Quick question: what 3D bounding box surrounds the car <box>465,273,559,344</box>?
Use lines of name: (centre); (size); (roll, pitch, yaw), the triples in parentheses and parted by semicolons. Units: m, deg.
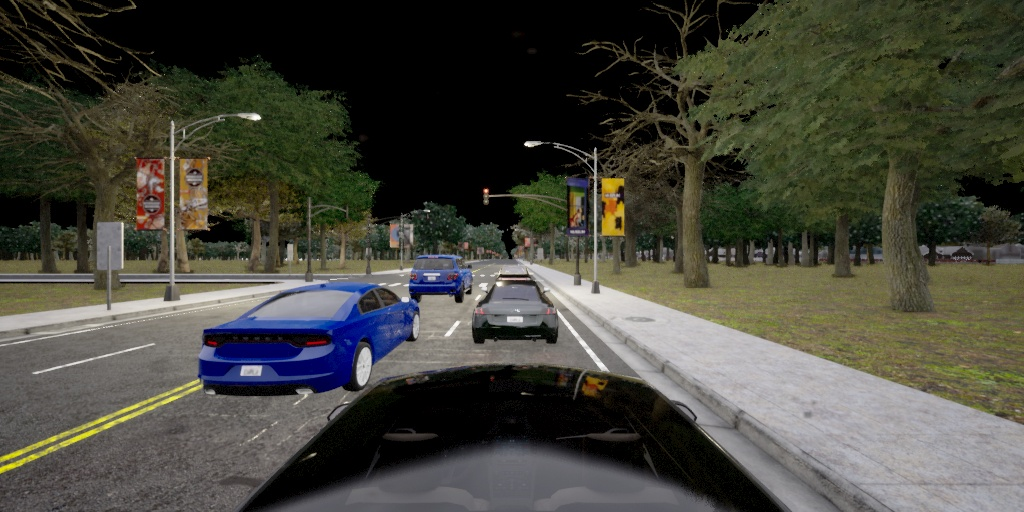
car: (0.093, 1.314, 9.608); (1.994, 1.385, 4.181); (0, 0, 1)

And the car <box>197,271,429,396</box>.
car: (-3.150, 1.228, 6.782); (1.882, 1.535, 5.008); (0, 0, 0)

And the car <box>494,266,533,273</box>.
car: (0.098, 1.243, 18.510); (2.128, 1.511, 4.902); (0, 0, 0)

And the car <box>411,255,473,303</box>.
car: (-3.152, 0.973, 16.768); (2.150, 2.045, 5.566); (0, 0, 0)
